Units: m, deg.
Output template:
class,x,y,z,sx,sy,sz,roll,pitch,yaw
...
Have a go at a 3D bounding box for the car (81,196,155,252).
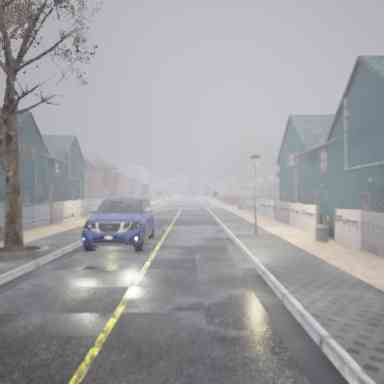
class,x,y,z,sx,sy,sz,roll,pitch,yaw
car,-2.847,1.189,14.105,2.150,2.045,5.566,0,0,0
